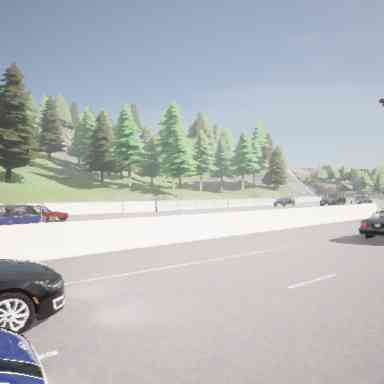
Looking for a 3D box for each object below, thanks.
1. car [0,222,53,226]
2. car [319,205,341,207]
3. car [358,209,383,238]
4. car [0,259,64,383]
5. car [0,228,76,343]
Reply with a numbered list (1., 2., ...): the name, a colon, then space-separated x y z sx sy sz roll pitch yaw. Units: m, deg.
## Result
1. car: -8.973 1.351 14.857 4.553 1.767 2.097 0 0 -36
2. car: 19.121 1.217 45.028 2.150 2.045 5.566 0 0 41
3. car: 10.147 1.548 16.431 5.357 1.411 2.033 0 0 -41
4. car: -3.103 1.351 1.638 4.553 1.767 2.097 0 0 -35
5. car: -4.489 1.503 4.932 4.892 1.490 1.837 0 0 -35
